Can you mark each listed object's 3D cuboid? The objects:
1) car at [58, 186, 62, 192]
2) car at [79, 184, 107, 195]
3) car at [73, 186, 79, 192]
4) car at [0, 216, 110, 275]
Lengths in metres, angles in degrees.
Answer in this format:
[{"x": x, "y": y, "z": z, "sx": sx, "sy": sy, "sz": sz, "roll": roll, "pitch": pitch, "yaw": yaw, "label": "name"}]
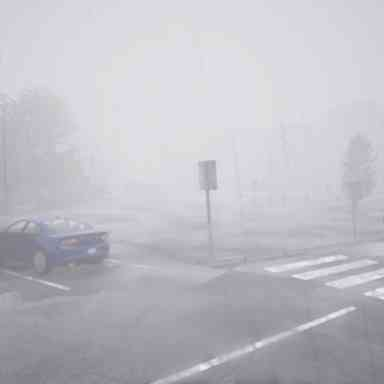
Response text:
[{"x": -20.498, "y": -0.695, "z": 57.547, "sx": 2.002, "sy": 1.452, "sz": 4.674, "roll": 1, "pitch": 6, "yaw": 15, "label": "car"}, {"x": -15.663, "y": -0.429, "z": 54.133, "sx": 2.163, "sy": 1.488, "sz": 4.792, "roll": 1, "pitch": 6, "yaw": 16, "label": "car"}, {"x": -18.062, "y": -0.600, "z": 55.869, "sx": 2.231, "sy": 1.521, "sz": 4.892, "roll": 1, "pitch": 6, "yaw": 15, "label": "car"}, {"x": -4.785, "y": 1.519, "z": 10.680, "sx": 5.008, "sy": 1.535, "sz": 2.097, "roll": -1, "pitch": -1, "yaw": 35, "label": "car"}]
